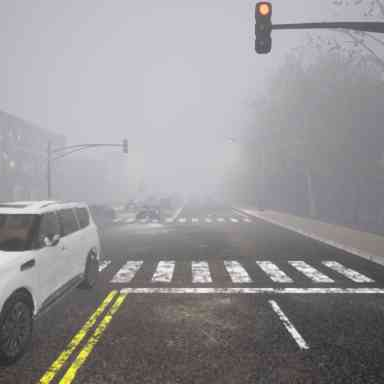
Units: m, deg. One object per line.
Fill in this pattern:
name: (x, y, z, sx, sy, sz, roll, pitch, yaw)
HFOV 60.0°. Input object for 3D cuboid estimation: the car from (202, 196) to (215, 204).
car: (3.414, 1.576, 64.712, 1.895, 1.301, 4.718, 0, 0, 0)

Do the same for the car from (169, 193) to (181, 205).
car: (-3.258, 1.200, 60.411, 2.150, 2.045, 5.566, 0, 0, 1)

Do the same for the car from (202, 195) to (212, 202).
car: (3.324, 1.509, 74.730, 2.033, 1.411, 5.357, 0, 0, 0)

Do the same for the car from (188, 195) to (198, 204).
car: (0.160, 1.576, 64.888, 1.895, 1.301, 4.718, 0, 0, 0)

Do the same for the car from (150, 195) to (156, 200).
car: (-6.530, 1.331, 55.204, 2.097, 1.767, 4.553, 0, 0, 0)

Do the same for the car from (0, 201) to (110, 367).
car: (-3.345, 1.220, 6.123, 2.150, 2.045, 5.566, 0, 0, 0)

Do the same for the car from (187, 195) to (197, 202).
car: (0.076, 1.494, 74.654, 2.128, 1.511, 4.902, 0, 0, 0)

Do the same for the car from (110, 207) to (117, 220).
car: (-7.397, 1.558, 25.396, 1.994, 1.385, 4.181, 0, 0, 11)

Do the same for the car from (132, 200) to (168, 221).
car: (-3.323, 1.593, 26.941, 1.895, 1.301, 4.718, 0, 0, 0)

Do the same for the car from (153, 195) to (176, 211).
car: (-3.308, 1.490, 41.261, 1.837, 1.490, 4.892, 0, 0, 0)

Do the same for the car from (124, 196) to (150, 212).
car: (-6.561, 1.476, 38.444, 2.128, 1.511, 4.902, 0, 0, 0)
